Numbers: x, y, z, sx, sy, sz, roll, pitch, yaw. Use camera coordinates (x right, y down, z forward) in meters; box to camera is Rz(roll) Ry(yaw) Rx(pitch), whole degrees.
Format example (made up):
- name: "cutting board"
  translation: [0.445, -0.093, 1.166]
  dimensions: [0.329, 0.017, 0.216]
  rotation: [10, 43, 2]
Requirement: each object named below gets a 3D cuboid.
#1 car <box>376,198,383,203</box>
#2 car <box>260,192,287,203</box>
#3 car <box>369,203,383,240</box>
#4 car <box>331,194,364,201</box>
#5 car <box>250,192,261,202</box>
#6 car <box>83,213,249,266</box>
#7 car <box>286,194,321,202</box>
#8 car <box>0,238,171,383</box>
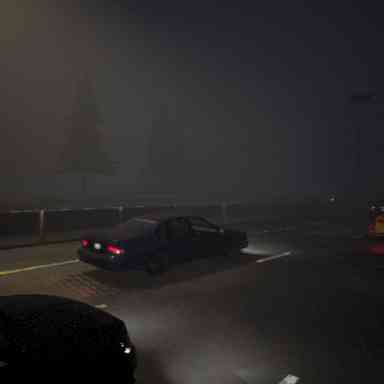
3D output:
- name: "car"
  translation: [14.636, 1.232, 23.843]
  dimensions: [4.553, 1.767, 2.097]
  rotation: [1, 2, -40]
- name: "car"
  translation: [11.671, 0.909, 43.907]
  dimensions: [4.674, 1.442, 1.812]
  rotation: [1, 1, -36]
- name: "car"
  translation: [10.099, 1.416, 15.233]
  dimensions: [5.008, 1.535, 1.882]
  rotation: [0, 2, -43]
- name: "car"
  translation: [18.958, 0.997, 40.526]
  dimensions: [4.553, 1.767, 2.097]
  rotation: [0, 2, -35]
- name: "car"
  translation: [10.317, 0.770, 47.241]
  dimensions: [4.902, 1.511, 2.128]
  rotation: [1, 1, -36]
- name: "car"
  translation: [-0.502, 1.322, 9.601]
  dimensions: [2.033, 1.411, 5.357]
  rotation: [3, 2, 43]
- name: "car"
  translation: [14.274, 1.068, 41.473]
  dimensions: [4.181, 1.385, 1.994]
  rotation: [1, 1, -36]
- name: "car"
  translation: [-2.519, 1.385, 1.964]
  dimensions: [1.837, 1.490, 4.892]
  rotation: [2, 2, 40]
